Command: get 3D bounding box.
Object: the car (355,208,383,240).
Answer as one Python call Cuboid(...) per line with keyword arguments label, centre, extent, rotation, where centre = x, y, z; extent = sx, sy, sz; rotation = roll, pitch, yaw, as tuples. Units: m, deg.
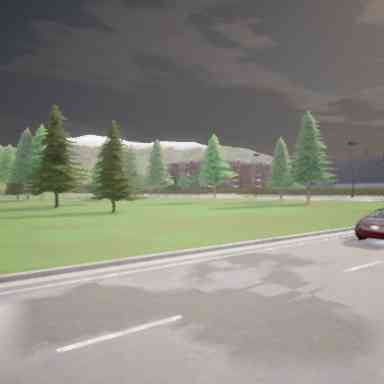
Cuboid(label="car", centre=(8.912, 1.359, 14.400), extent=(4.181, 1.385, 1.994), rotation=(-1, 1, -35))
